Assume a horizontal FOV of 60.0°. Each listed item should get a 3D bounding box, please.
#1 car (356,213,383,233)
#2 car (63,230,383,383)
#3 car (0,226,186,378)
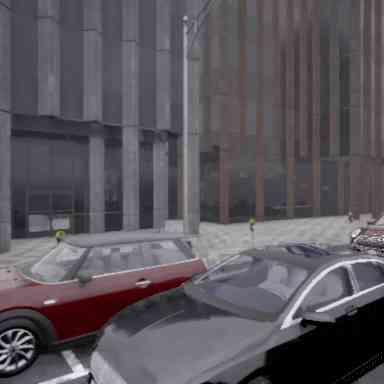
[{"bbox_3d":[7.502,1.445,12.010,4.097,1.590,1.967,0,0,-36],"label":"car"},{"bbox_3d":[1.208,1.493,4.242,4.902,1.511,2.128,0,0,-36],"label":"car"},{"bbox_3d":[-1.673,1.440,5.460,4.097,1.590,1.967,0,0,-36],"label":"car"}]
